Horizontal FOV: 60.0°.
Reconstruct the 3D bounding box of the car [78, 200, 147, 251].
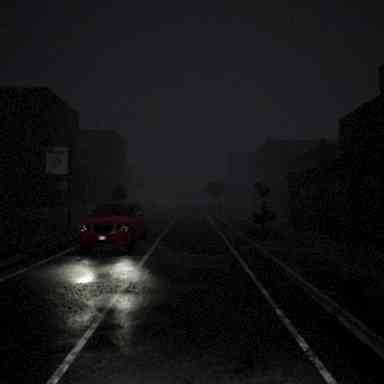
[{"bbox_3d":[-3.431,1.423,15.426,2.150,2.045,5.566,0,-1,0],"label":"car"}]
